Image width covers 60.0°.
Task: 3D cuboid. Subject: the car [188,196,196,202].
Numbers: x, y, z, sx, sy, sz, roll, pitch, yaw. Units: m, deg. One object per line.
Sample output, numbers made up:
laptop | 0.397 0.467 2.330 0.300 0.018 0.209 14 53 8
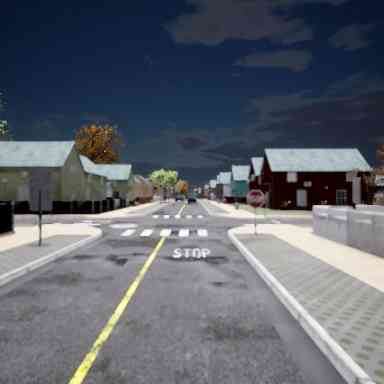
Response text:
car | -0.017 1.637 78.531 1.812 1.442 4.674 0 0 0

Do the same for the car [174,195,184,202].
car | -2.765 1.390 72.700 2.033 1.411 5.357 0 0 0

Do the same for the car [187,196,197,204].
car | -0.015 1.700 68.109 1.837 1.490 4.892 0 0 0
